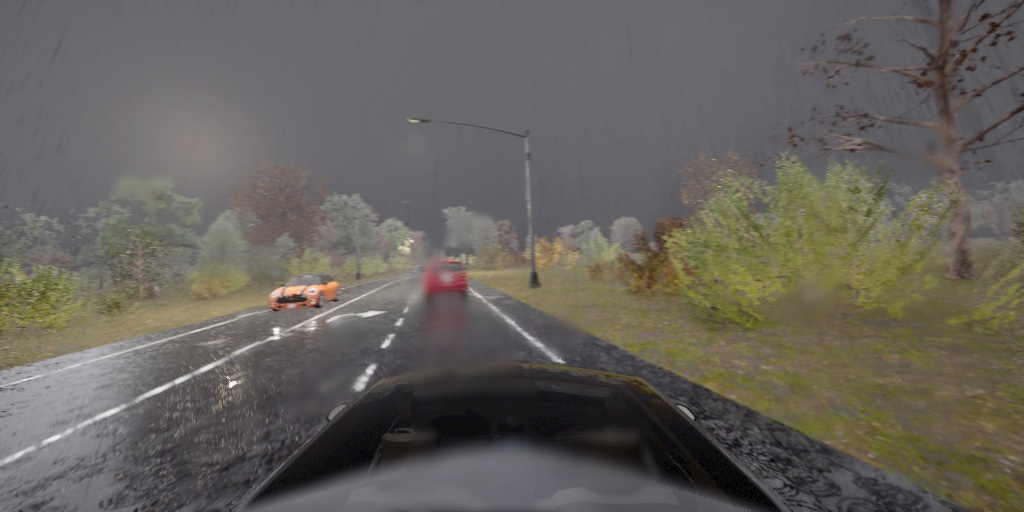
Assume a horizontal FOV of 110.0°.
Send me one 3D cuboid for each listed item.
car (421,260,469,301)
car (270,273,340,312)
[{"bbox_3d":[-3.668,1.268,19.941,2.150,2.045,5.566,-3,0,-12],"label":"car"},{"bbox_3d":[-10.504,1.733,18.508,2.097,1.767,4.553,-3,0,-12],"label":"car"}]
